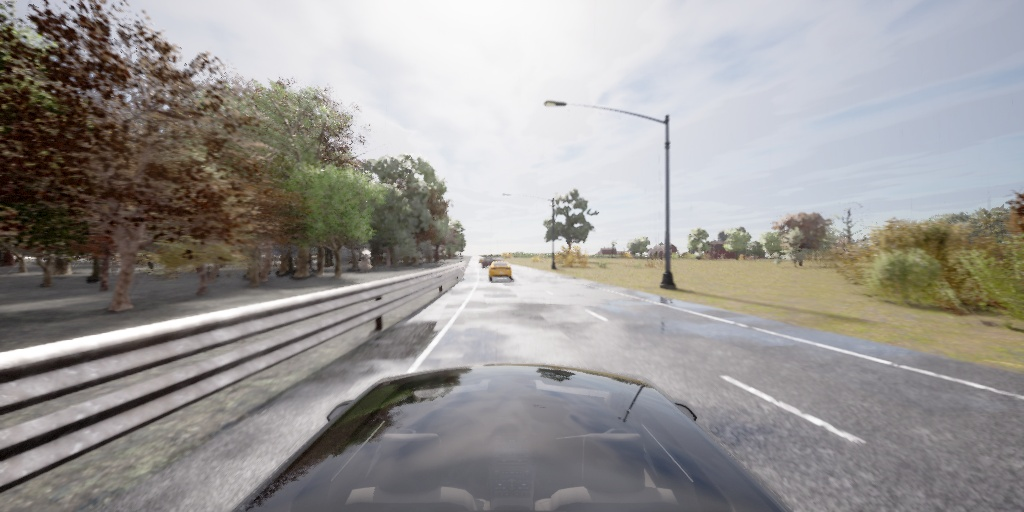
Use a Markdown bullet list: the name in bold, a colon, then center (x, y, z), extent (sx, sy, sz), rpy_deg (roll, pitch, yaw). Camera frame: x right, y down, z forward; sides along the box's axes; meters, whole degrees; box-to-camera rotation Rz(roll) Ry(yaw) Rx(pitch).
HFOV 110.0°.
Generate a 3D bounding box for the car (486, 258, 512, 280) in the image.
- **car**: center (-1.047, 1.194, 30.744), extent (1.882, 1.535, 5.008), rpy_deg (0, 0, -5)

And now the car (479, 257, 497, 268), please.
- **car**: center (-3.909, 1.030, 58.813), extent (2.097, 1.767, 4.553), rpy_deg (0, 0, -6)
